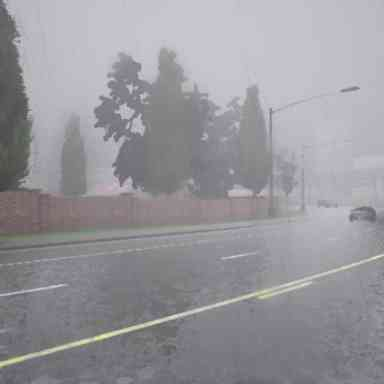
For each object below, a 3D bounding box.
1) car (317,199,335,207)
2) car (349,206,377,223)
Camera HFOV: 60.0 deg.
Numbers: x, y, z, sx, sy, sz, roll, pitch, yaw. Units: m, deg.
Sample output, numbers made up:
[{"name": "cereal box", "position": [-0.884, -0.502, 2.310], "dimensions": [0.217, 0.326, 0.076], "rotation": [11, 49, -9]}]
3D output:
[{"name": "car", "position": [27.553, 2.347, 67.783], "dimensions": [2.150, 2.045, 5.566], "rotation": [0, -1, -9]}, {"name": "car", "position": [15.588, 1.966, 30.156], "dimensions": [1.812, 1.442, 4.674], "rotation": [0, -1, 35]}]
